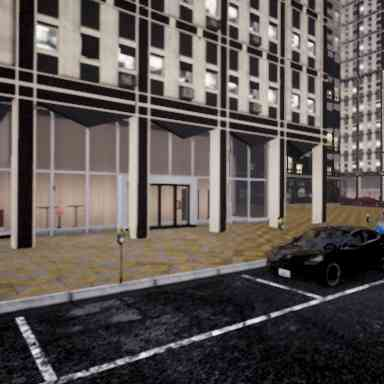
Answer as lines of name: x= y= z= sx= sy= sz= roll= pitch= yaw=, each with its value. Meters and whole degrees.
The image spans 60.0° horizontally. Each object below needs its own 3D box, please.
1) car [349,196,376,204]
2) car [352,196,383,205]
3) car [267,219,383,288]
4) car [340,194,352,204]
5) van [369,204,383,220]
car: x=31.727 y=1.477 z=61.958 sx=1.802 sy=1.307 sz=4.206 roll=2 pitch=0 yaw=-36
car: x=28.199 y=1.530 z=52.495 sx=1.802 sy=1.307 sz=4.206 roll=2 pitch=0 yaw=-36
car: x=4.048 y=1.633 z=9.448 sx=4.313 sy=1.339 sz=1.947 roll=1 pitch=0 yaw=-36
car: x=24.961 y=1.156 z=57.026 sx=2.192 sy=1.841 sz=5.009 roll=2 pitch=0 yaw=-36
van: x=8.647 y=1.452 z=12.730 sx=3.998 sy=1.788 sz=1.690 roll=1 pitch=0 yaw=-36
